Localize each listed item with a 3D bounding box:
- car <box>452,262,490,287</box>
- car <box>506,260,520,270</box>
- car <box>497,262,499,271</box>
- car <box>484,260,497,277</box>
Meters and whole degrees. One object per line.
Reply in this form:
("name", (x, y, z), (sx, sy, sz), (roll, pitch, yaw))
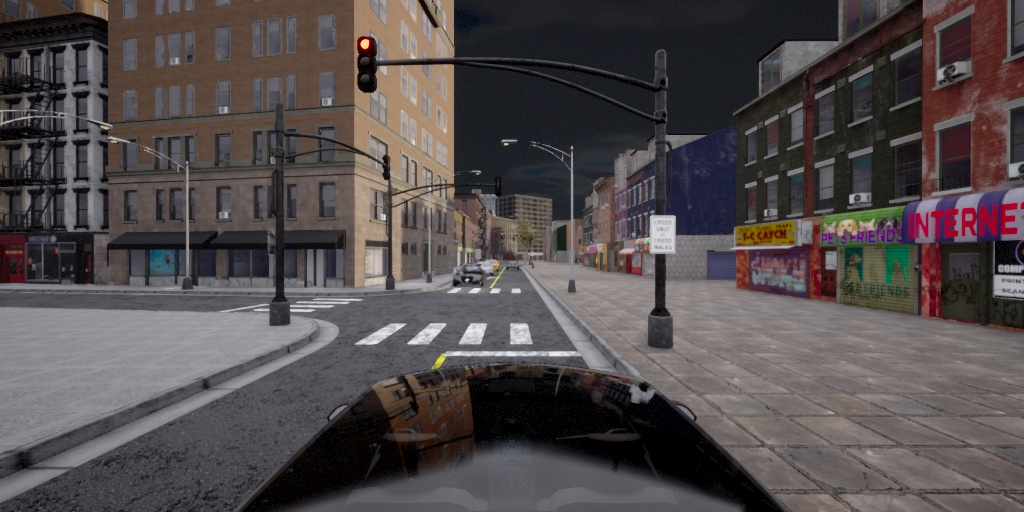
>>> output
("car", (-2.803, 1.315, 24.273), (1.994, 1.385, 4.181), (0, 0, 0))
("car", (0.120, 1.310, 52.780), (2.033, 1.411, 5.357), (0, 0, 0))
("car", (-2.732, 1.238, 48.031), (1.882, 1.535, 5.008), (0, 0, 0))
("car", (-2.772, 1.281, 36.168), (1.812, 1.442, 4.674), (0, 0, 0))
